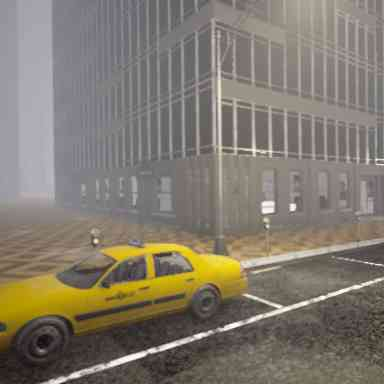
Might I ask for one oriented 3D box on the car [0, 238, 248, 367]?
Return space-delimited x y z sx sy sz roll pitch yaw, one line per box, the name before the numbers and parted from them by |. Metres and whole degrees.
car | -1.185 1.527 5.730 4.829 1.417 1.752 0 -1 -35
